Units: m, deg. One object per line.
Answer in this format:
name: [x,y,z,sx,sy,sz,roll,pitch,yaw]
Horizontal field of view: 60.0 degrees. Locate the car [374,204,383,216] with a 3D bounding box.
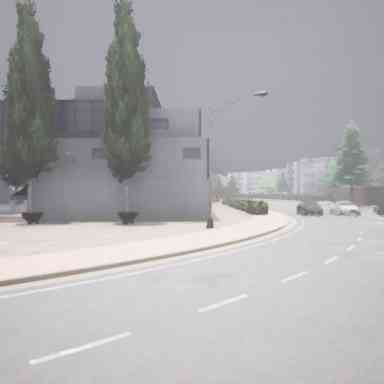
car: [18.820,1.624,30.911,2.033,1.411,5.357,0,0,8]

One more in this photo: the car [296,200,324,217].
car: [11.829,1.634,33.511,1.837,1.490,4.892,0,-1,5]

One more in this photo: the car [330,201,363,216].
car: [15.346,1.635,33.494,1.812,1.442,4.674,0,0,5]
